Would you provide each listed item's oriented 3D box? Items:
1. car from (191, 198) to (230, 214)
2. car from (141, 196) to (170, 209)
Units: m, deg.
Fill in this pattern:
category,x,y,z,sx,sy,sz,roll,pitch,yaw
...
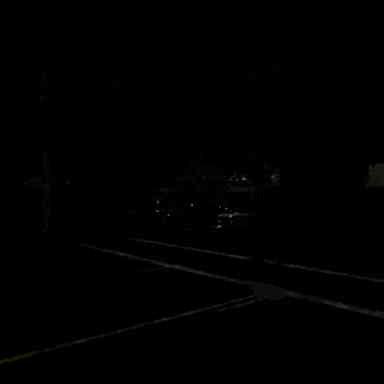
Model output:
category,x,y,z,sx,sy,sz,roll,pitch,yaw
car,1.864,1.392,34.236,1.837,1.490,4.892,-1,0,-37
car,-4.743,1.251,42.996,2.097,1.767,4.553,-1,0,-37
